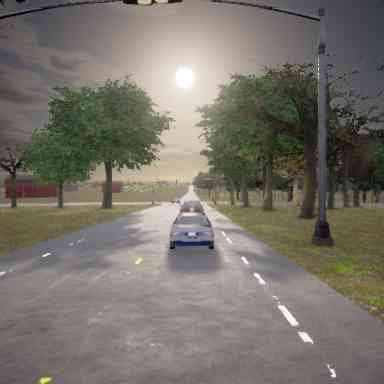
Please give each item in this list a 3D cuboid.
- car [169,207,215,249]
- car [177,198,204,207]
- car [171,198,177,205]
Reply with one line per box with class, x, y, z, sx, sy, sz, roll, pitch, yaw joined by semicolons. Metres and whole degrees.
car;0.000;1.601;14.654;2.033;1.411;5.357;0;0;0
car;0.000;1.495;29.633;2.097;1.767;4.553;0;0;0
car;-3.499;1.975;73.240;2.128;1.511;4.902;0;-1;0
